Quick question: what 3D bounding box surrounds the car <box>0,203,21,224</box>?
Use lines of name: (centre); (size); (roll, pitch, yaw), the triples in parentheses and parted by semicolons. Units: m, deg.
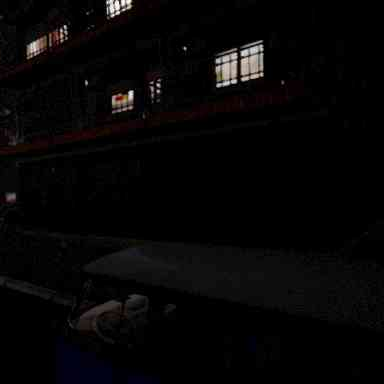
car: (-11.832, 1.643, 24.903); (2.008, 1.369, 4.403); (-2, -1, 36)

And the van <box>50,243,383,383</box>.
van: (0.733, 1.346, 2.181); (3.998, 1.788, 1.690); (-1, -1, 36)
